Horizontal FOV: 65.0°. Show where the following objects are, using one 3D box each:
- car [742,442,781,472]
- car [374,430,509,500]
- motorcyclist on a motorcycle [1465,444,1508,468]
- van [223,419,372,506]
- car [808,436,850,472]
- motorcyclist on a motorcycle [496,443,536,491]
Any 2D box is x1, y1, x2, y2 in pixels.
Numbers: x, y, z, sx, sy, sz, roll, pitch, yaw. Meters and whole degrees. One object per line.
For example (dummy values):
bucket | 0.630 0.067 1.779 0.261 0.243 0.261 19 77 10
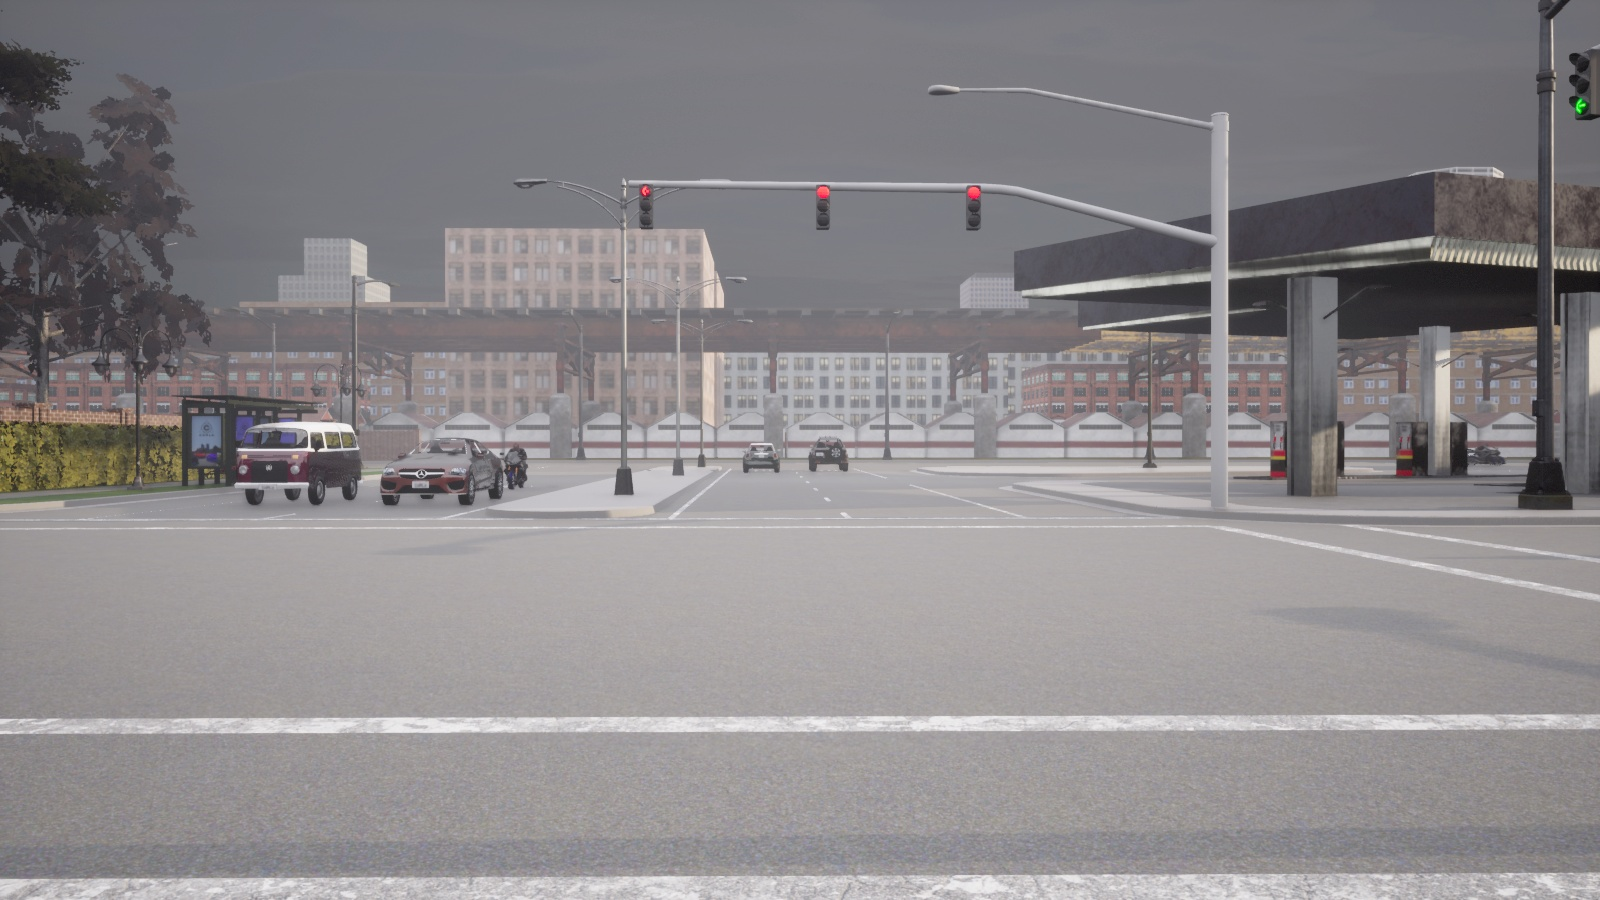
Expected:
car | -1.984 0.346 64.617 1.970 1.475 3.806 0 0 -2
car | -9.015 0.337 32.078 2.152 1.651 5.027 0 0 -2
motorcyclist on a motorcycle | 42.939 0.373 78.543 2.191 1.530 0.866 0 1 13
van | -12.501 0.282 31.579 2.069 2.038 4.480 0 0 -2
car | 1.476 0.191 66.066 1.932 1.855 4.605 0 0 -2
motorcyclist on a motorcycle | -9.259 0.543 41.007 0.866 1.530 2.191 0 0 -2
